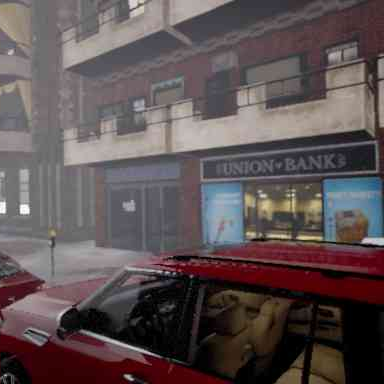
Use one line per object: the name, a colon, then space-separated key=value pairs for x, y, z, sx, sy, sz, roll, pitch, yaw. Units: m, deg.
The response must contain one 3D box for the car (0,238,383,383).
car: x=0.332 y=1.323 z=2.660 sx=5.009 sy=1.841 sz=2.192 roll=0 pitch=-1 yaw=35
